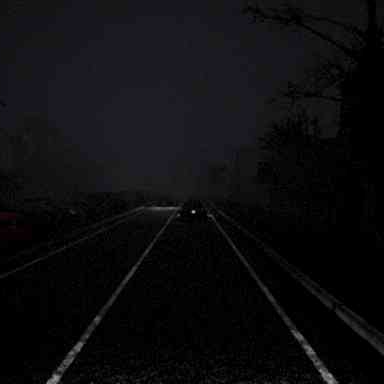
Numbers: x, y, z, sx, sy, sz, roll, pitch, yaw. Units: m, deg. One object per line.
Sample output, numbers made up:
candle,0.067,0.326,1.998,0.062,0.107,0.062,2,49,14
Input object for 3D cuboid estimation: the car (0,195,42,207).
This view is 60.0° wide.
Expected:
car,-21.999,1.122,42.295,4.792,1.488,2.163,0,1,0

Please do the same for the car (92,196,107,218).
car,-8.921,1.274,23.353,4.892,1.521,2.231,0,0,0

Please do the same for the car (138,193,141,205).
car,-8.944,1.155,40.175,4.674,1.452,2.002,0,1,0

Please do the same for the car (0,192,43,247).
car,-8.886,1.118,12.138,5.566,2.045,2.435,0,0,0

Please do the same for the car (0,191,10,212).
car,-22.048,0.933,33.957,5.566,2.045,2.435,0,0,0

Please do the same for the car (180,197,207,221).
car,0.105,1.334,25.111,1.994,1.385,4.181,0,1,0

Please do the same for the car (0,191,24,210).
car,-21.994,0.904,36.734,5.566,2.045,2.435,0,1,0

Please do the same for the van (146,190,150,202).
van,-8.840,0.772,48.583,4.442,1.987,1.878,0,1,0

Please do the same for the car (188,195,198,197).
car,0.109,1.129,41.467,2.033,1.411,5.357,0,1,0

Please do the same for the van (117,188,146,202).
van,-9.070,0.813,45.782,4.442,1.987,1.878,0,1,0

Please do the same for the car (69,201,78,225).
car,-8.918,1.361,17.747,4.674,1.452,2.002,0,0,0

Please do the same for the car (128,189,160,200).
car,-8.944,0.517,62.601,5.566,2.045,2.435,0,1,0

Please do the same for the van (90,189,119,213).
van,-9.050,0.999,28.958,4.442,1.987,1.878,0,0,0

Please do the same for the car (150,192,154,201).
car,-8.954,0.953,51.394,5.008,1.535,2.097,0,1,0

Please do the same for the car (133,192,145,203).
car,-8.979,1.110,42.983,4.792,1.488,2.163,0,1,0

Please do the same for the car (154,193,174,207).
car,-3.329,1.079,42.174,1.837,1.490,4.892,0,1,0

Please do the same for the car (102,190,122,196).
car,-22.093,0.287,92.248,5.008,1.535,2.097,0,1,0

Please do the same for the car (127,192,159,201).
car,-8.784,0.812,59.802,5.366,1.575,1.946,0,1,0

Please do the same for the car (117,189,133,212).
car,-8.909,0.950,31.761,5.566,2.045,2.435,0,0,0

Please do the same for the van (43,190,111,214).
van,-9.047,1.023,26.154,4.442,1.987,1.878,0,0,0

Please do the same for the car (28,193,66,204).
car,-22.032,0.969,50.620,4.892,1.521,2.231,0,1,0

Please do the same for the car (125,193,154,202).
car,-8.969,0.901,57.000,4.674,1.452,2.002,0,1,0

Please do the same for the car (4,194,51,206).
car,-22.217,1.049,45.066,5.366,1.575,1.946,0,1,0

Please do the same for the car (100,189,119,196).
car,-22.115,0.206,89.471,4.553,1.767,2.185,0,1,0

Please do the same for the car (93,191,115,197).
car,-22.072,0.421,83.923,5.008,1.535,2.097,0,1,0

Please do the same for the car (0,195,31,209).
car,-22.054,1.154,39.512,4.792,1.488,2.163,0,1,0

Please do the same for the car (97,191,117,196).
car,-22.078,0.416,86.698,4.674,1.452,2.002,0,1,0

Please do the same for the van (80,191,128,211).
van,-9.057,0.951,34.562,4.442,1.987,1.878,0,1,0

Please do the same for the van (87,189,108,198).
van,-22.187,0.286,78.367,4.442,1.987,1.878,0,1,0

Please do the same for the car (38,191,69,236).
car,-8.889,1.094,14.941,5.566,2.045,2.435,0,0,0

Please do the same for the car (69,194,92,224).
car,-8.955,1.172,20.549,4.553,1.767,2.185,0,0,0

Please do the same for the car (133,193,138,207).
car,-8.950,1.147,37.372,4.892,1.521,2.231,0,1,0

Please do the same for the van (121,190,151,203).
van,-9.080,0.681,54.193,4.442,1.987,1.878,0,1,0

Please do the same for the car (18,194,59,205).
car,-22.030,1.011,47.843,5.008,1.535,2.097,0,1,0
